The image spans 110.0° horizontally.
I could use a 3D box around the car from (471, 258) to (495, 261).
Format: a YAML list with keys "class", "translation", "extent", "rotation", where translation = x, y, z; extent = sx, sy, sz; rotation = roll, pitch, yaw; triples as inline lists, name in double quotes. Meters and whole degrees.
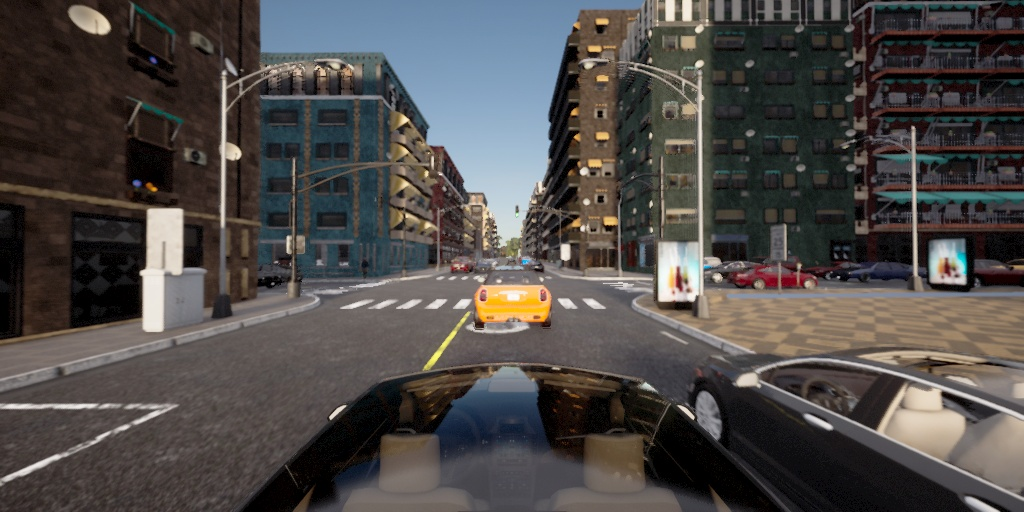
- class: "car"
  translation: [-3.098, 1.231, 39.915]
  extent: [1.994, 1.385, 4.181]
  rotation: [0, 0, -1]

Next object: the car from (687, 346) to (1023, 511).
- class: "car"
  translation: [2.821, 1.299, 2.369]
  extent: [2.007, 1.370, 4.403]
  rotation: [0, 0, 0]

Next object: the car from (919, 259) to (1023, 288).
- class: "car"
  translation: [24.765, 0.887, 18.913]
  extent: [4.097, 1.591, 1.967]
  rotation: [0, 0, 0]

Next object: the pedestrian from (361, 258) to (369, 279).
- class: "pedestrian"
  translation: [-12.525, 1.020, 30.526]
  extent: [0.375, 1.860, 0.375]
  rotation: [0, 0, 0]

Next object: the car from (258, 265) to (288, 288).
- class: "car"
  translation: [-16.722, 1.406, 21.810]
  extent: [4.718, 1.301, 1.895]
  rotation: [0, -1, 1]

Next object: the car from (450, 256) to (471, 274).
- class: "car"
  translation: [-5.685, 0.980, 40.603]
  extent: [2.192, 1.841, 5.009]
  rotation: [0, 0, 0]

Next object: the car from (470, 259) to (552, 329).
- class: "car"
  translation: [-0.036, 1.081, 11.387]
  extent: [2.097, 1.767, 4.553]
  rotation: [0, 0, -2]

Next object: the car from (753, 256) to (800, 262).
- class: "car"
  translation: [19.301, 0.908, 27.334]
  extent: [5.009, 1.841, 2.192]
  rotation: [0, 0, 0]

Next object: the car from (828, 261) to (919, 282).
- class: "car"
  translation: [25.154, 1.064, 24.710]
  extent: [5.357, 1.411, 2.033]
  rotation: [0, -1, 0]

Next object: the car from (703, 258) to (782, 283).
- class: "car"
  translation: [15.204, 1.084, 24.783]
  extent: [4.902, 1.511, 2.128]
  rotation: [0, -1, 0]

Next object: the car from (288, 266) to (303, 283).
- class: "car"
  translation: [-17.245, 1.353, 24.977]
  extent: [4.892, 1.490, 1.837]
  rotation: [0, -1, 1]

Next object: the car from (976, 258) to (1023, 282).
- class: "car"
  translation: [35.603, 0.915, 24.624]
  extent: [5.008, 1.535, 1.882]
  rotation: [0, -1, 0]

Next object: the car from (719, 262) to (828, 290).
- class: "car"
  translation: [13.710, 1.114, 18.994]
  extent: [4.207, 1.307, 1.802]
  rotation: [0, 0, 0]
